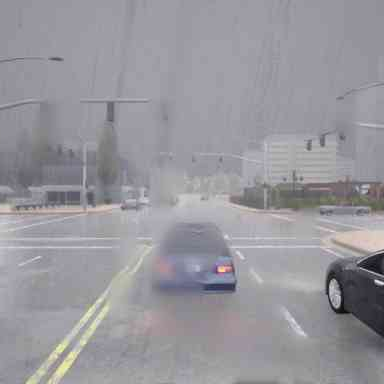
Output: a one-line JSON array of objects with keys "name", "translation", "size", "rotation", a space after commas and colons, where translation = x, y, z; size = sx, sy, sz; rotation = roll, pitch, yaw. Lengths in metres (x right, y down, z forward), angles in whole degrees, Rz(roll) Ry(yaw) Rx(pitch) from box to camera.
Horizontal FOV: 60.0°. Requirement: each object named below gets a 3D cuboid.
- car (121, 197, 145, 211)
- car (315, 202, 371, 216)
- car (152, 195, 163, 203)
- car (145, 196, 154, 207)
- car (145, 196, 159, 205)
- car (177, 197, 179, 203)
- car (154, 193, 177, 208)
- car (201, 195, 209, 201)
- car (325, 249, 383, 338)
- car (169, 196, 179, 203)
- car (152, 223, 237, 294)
[{"name": "car", "translation": [-7.221, 1.525, 39.874], "size": [1.812, 1.442, 4.674], "rotation": [0, 0, 0]}, {"name": "car", "translation": [14.351, 1.601, 31.871], "size": [4.718, 1.301, 1.895], "rotation": [0, 0, 1]}, {"name": "car", "translation": [-7.213, 1.500, 70.588], "size": [1.837, 1.490, 4.892], "rotation": [0, 0, 0]}, {"name": "car", "translation": [-7.246, 1.525, 50.455], "size": [1.812, 1.442, 4.674], "rotation": [0, 0, 0]}, {"name": "car", "translation": [-7.252, 1.504, 60.535], "size": [1.837, 1.490, 4.892], "rotation": [0, 0, 0]}, {"name": "car", "translation": [-3.755, 1.525, 57.854], "size": [1.812, 1.442, 4.674], "rotation": [0, 0, 0]}, {"name": "car", "translation": [-3.732, 1.224, 47.511], "size": [2.150, 2.045, 5.566], "rotation": [0, 0, 0]}, {"name": "car", "translation": [3.245, 1.552, 84.630], "size": [1.994, 1.385, 4.181], "rotation": [0, 0, 0]}, {"name": "car", "translation": [3.548, 1.505, 4.706], "size": [1.837, 1.490, 4.892], "rotation": [0, 0, 0]}, {"name": "car", "translation": [-3.715, 1.504, 68.218], "size": [1.837, 1.490, 4.892], "rotation": [0, 0, 0]}, {"name": "car", "translation": [0.055, 1.547, 8.952], "size": [2.033, 1.411, 5.357], "rotation": [0, 0, 0]}]
